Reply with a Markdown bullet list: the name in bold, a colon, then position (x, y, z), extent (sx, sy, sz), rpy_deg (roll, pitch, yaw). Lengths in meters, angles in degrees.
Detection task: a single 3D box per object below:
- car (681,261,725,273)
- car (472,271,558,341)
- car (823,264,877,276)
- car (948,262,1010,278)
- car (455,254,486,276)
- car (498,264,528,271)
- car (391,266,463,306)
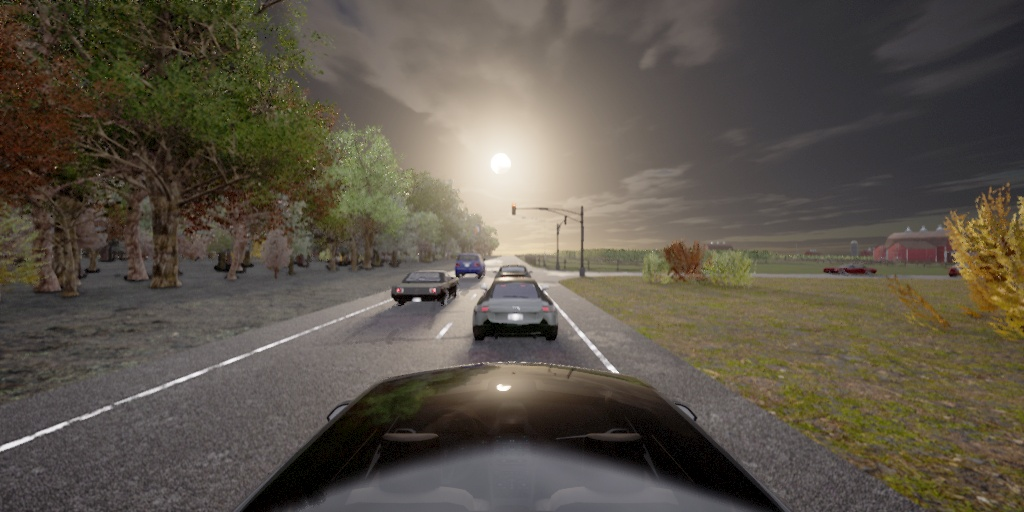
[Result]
- **car**: position (21.839, 1.312, 41.086), extent (4.892, 1.490, 1.837), rpy_deg (1, -1, 0)
- **car**: position (0.073, 1.267, 9.689), extent (1.994, 1.385, 4.181), rpy_deg (0, 0, 0)
- **car**: position (38.566, 1.591, 41.054), extent (4.718, 1.301, 1.895), rpy_deg (1, -1, 0)
- **car**: position (48.796, 1.416, 37.453), extent (4.553, 1.767, 2.097), rpy_deg (1, -1, 0)
- **car**: position (-3.487, 0.805, 30.481), extent (2.150, 2.045, 5.566), rpy_deg (0, 1, 0)
- **car**: position (0.054, 1.156, 18.589), extent (1.837, 1.490, 4.892), rpy_deg (0, 0, 0)
- **car**: position (-3.440, 1.272, 15.161), extent (1.895, 1.301, 4.718), rpy_deg (0, 0, 0)
